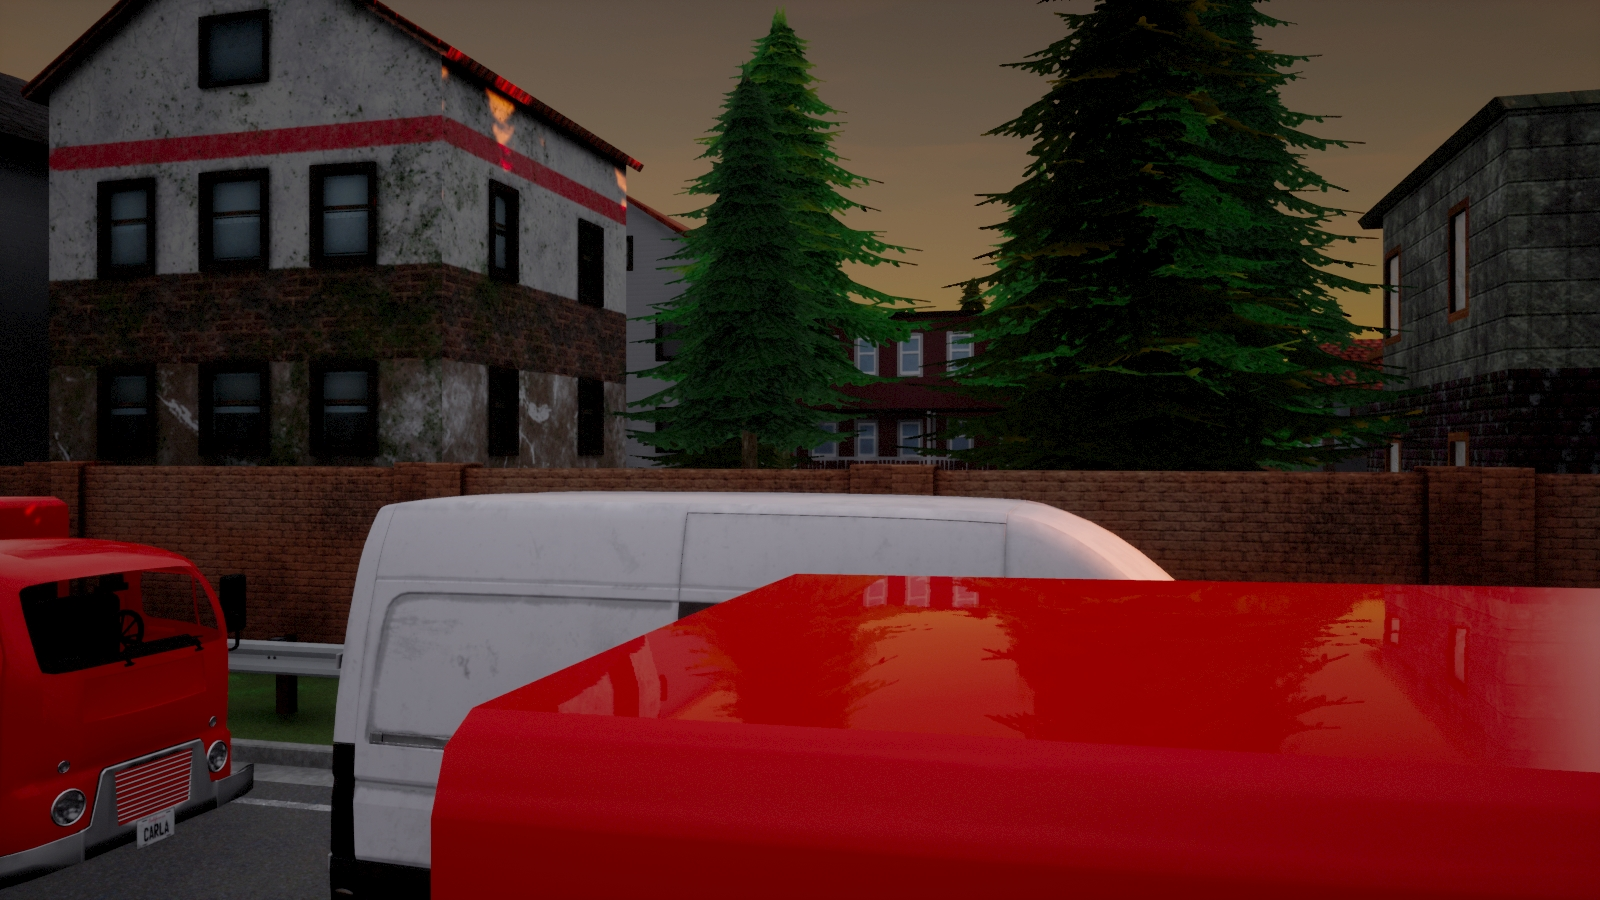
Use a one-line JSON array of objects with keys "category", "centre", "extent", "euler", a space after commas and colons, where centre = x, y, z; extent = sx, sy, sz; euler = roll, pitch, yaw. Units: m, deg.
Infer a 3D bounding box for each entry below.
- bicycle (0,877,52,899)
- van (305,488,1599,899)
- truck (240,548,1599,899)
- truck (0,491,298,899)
[{"category": "bicycle", "centre": [-3.101, 2.056, 3.494], "extent": [1.643, 1.496, 0.373], "euler": [0, 0, 16]}, {"category": "van", "centre": [0.608, 1.535, 6.000], "extent": [5.915, 2.561, 1.988], "euler": [0, 0, 15]}, {"category": "truck", "centre": [2.192, 1.568, 1.959], "extent": [5.204, 2.467, 2.627], "euler": [0, 0, 15]}, {"category": "truck", "centre": [-6.587, 1.568, 7.895], "extent": [5.204, 2.467, 2.627], "euler": [0, 0, 15]}]
